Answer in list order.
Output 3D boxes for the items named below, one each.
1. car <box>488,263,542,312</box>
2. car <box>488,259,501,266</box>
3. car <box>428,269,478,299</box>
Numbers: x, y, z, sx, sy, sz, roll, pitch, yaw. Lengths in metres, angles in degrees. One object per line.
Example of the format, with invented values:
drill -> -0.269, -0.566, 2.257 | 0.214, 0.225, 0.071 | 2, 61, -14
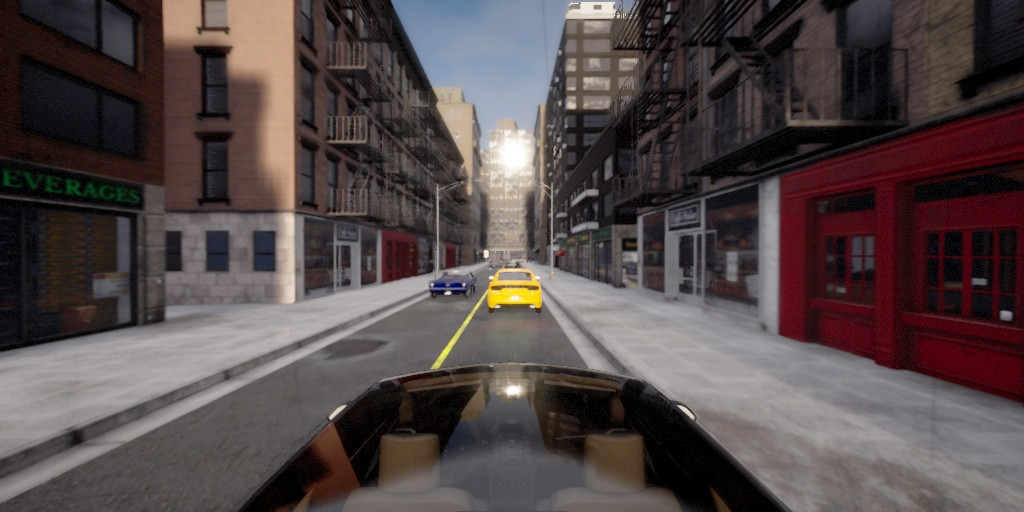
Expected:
car -> 0.100, 1.228, 14.210 | 1.882, 1.535, 5.008 | 0, 0, 0
car -> -2.798, 1.242, 58.797 | 2.033, 1.411, 5.357 | 0, 0, 1
car -> -2.851, 1.352, 18.129 | 1.895, 1.301, 4.718 | 0, 0, 0
